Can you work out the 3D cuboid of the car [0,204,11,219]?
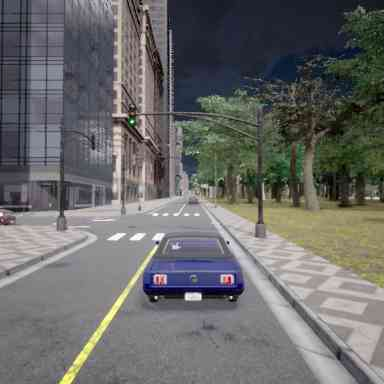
[{"bbox_3d":[-18.949,1.741,29.787,4.313,1.339,1.947,0,-2,0],"label":"car"}]

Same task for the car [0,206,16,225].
[{"bbox_3d":[-13.501,1.382,21.265,4.097,1.590,1.967,0,-2,-1],"label":"car"}]

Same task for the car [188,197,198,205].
[{"bbox_3d":[0.248,1.770,66.228,2.033,1.411,5.357,0,0,-3],"label":"car"}]

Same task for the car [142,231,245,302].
[{"bbox_3d":[0.019,1.611,8.249,1.895,1.301,4.718,0,0,0],"label":"car"}]

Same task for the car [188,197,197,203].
[{"bbox_3d":[0.169,1.843,81.872,2.033,1.411,5.357,0,0,0],"label":"car"}]
